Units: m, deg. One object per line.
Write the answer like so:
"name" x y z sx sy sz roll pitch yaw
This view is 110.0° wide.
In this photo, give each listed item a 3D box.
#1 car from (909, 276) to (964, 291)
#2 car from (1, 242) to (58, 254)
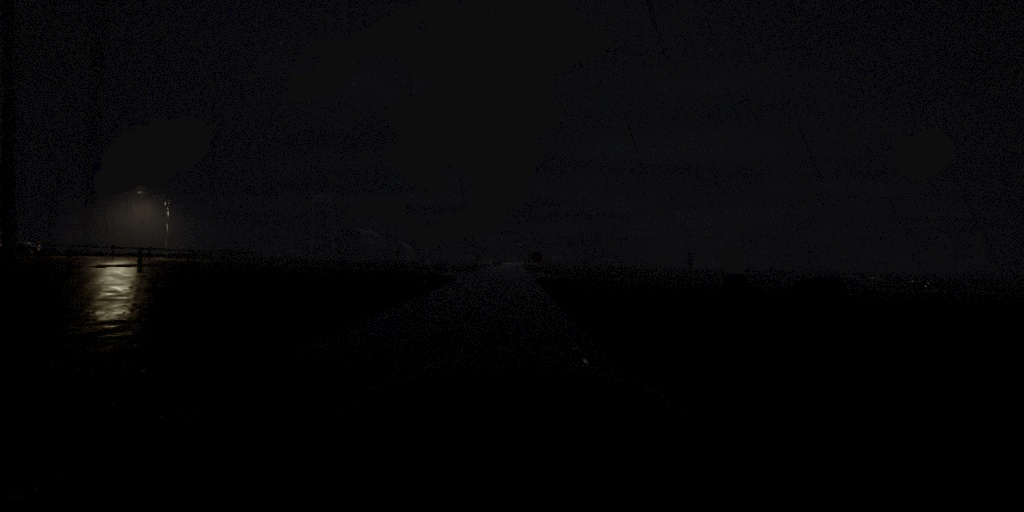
"car" 49.204 3.112 41.646 4.553 1.767 2.097 2 -1 0
"car" -51.823 -0.827 38.305 4.718 1.301 1.895 2 -1 0
